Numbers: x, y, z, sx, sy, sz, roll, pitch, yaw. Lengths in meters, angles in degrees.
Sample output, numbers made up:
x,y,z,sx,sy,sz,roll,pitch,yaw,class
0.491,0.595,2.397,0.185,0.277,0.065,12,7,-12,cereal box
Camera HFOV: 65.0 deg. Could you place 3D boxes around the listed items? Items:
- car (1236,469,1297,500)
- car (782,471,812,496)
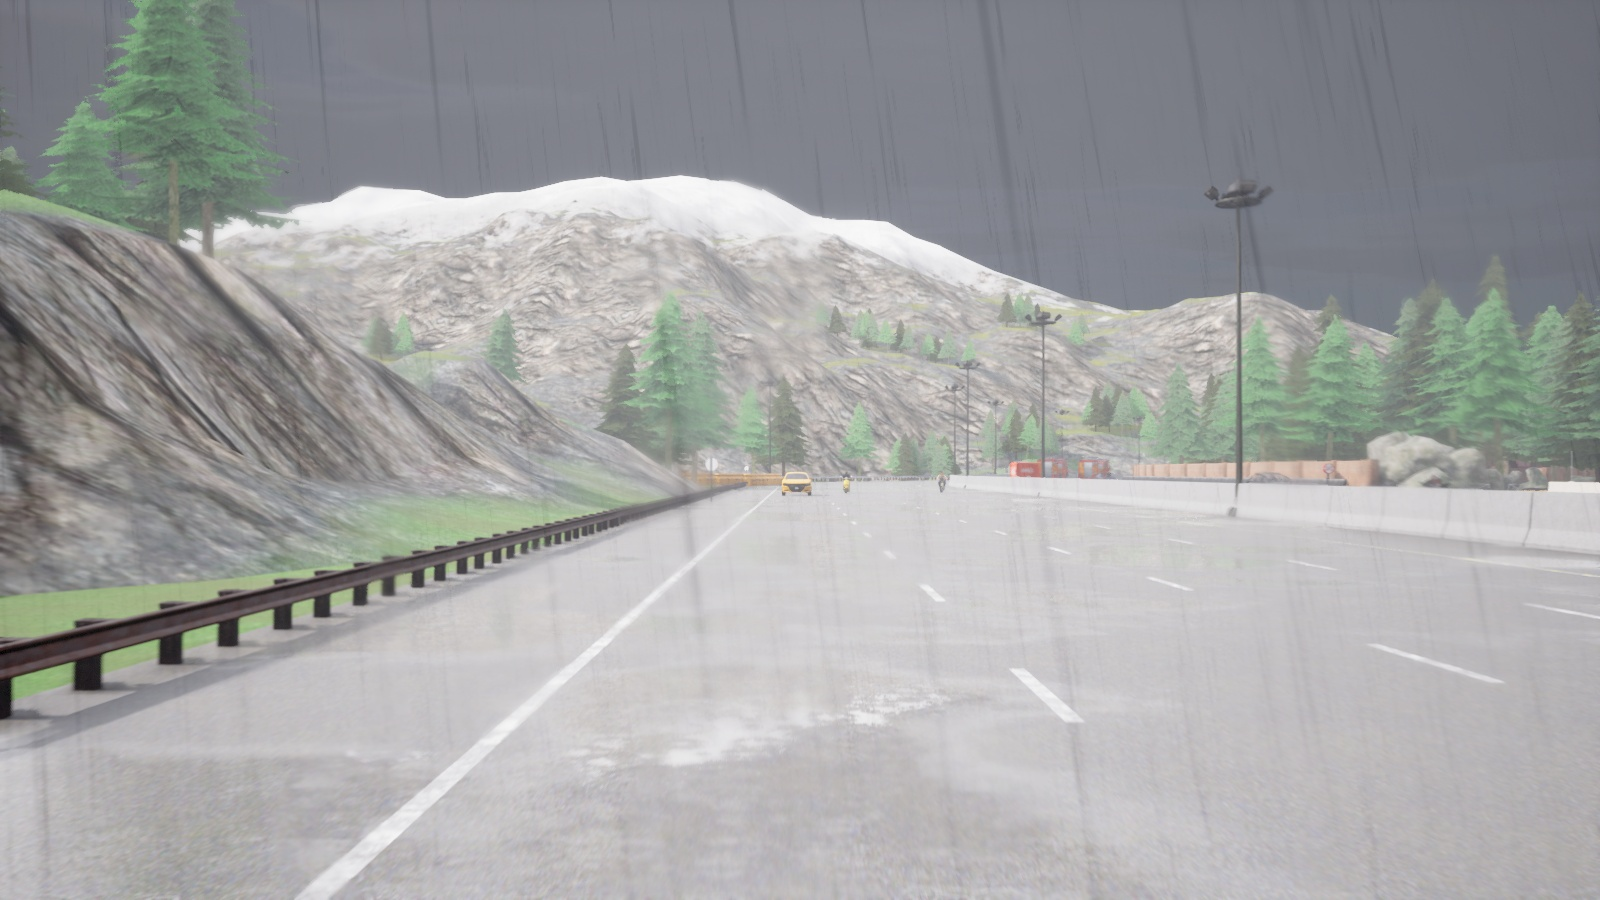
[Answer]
x,y,z,sx,sy,sz,roll,pitch,yaw,class
24.341,1.797,65.646,1.789,1.549,3.705,0,-1,0,car
-0.194,2.133,80.056,1.882,1.535,5.008,0,-1,0,car
